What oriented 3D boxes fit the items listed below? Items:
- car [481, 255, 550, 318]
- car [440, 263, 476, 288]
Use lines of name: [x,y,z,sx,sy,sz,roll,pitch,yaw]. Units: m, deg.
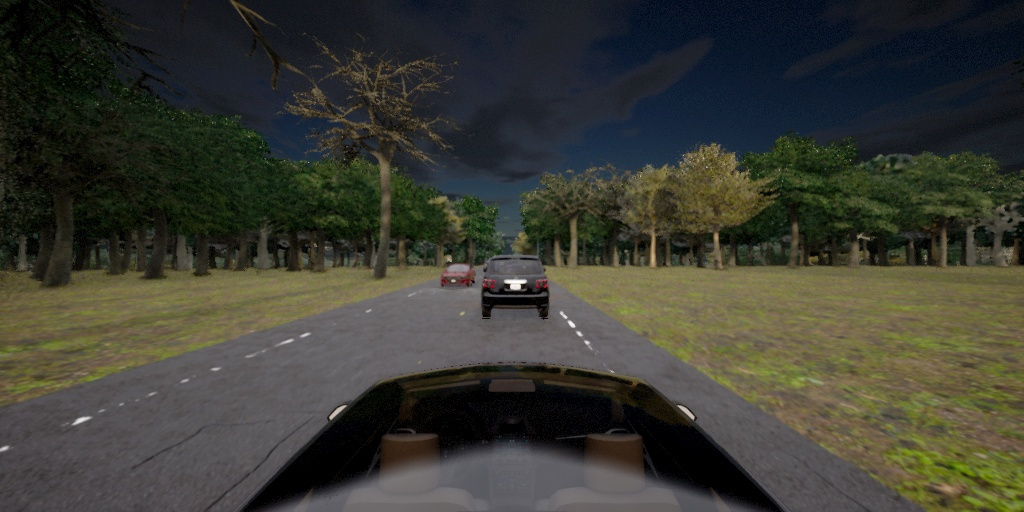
car: [0.104,0.986,13.150,2.150,2.045,5.566,0,0,0]
car: [-3.590,1.254,24.534,1.882,1.535,5.008,0,0,0]
